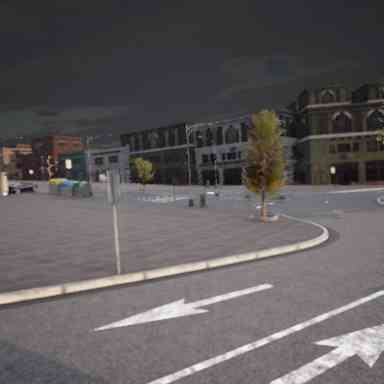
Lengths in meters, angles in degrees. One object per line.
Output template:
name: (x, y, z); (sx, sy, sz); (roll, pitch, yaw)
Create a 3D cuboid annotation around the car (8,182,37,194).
car: (-24.306, -0.568, 47.467); (2.163, 1.488, 4.792); (1, 6, 17)

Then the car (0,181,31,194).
car: (-26.665, -0.737, 49.258); (2.231, 1.521, 4.892); (1, 6, 17)
